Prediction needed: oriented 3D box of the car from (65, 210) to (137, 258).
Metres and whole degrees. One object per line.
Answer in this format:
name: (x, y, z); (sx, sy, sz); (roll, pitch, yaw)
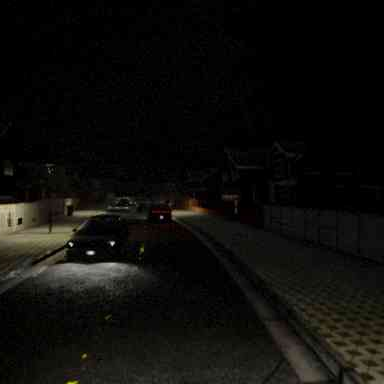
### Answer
car: (-3.595, 1.671, 13.715); (2.033, 1.411, 5.357); (0, 0, -5)

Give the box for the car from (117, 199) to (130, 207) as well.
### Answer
car: (-12.522, 1.982, 61.061); (1.837, 1.490, 4.892); (0, -1, -5)

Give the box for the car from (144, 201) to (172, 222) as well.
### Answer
car: (-2.867, 1.751, 28.726); (1.837, 1.490, 4.892); (0, 0, -11)

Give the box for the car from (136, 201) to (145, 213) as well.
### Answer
car: (-5.988, 1.831, 41.951); (2.128, 1.511, 4.902); (0, 0, -15)
